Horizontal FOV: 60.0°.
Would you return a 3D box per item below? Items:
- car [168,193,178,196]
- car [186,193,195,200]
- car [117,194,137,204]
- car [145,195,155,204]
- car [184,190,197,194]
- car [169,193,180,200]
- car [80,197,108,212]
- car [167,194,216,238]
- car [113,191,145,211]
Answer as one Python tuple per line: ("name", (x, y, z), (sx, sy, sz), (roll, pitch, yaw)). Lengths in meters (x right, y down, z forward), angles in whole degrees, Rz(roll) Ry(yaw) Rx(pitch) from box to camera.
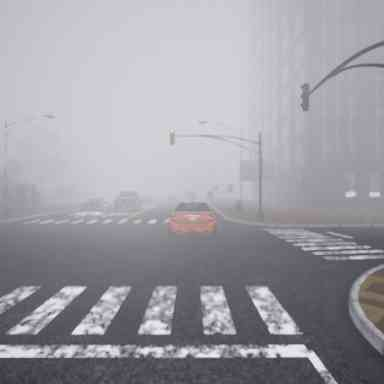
("car", (-3.529, 1.044, 60.135), (1.812, 1.442, 4.674), (0, 0, 0))
("car", (-0.327, 0.941, 70.184), (1.895, 1.301, 4.718), (0, 0, 0))
("car", (-10.062, 1.110, 51.971), (2.033, 1.411, 5.357), (0, 0, 0))
("car", (-6.815, 1.173, 50.383), (1.895, 1.301, 4.718), (0, 0, 0))
("car", (-0.278, 0.742, 59.762), (2.150, 2.045, 5.566), (0, 0, 0))
("car", (-3.577, 0.886, 70.138), (2.033, 1.411, 5.357), (0, 0, 0))
("car", (-10.001, 1.248, 34.238), (1.994, 1.385, 4.181), (0, 0, 0))
("car", (0.021, 1.189, 16.788), (2.097, 1.767, 4.553), (0, 1, 0))
("car", (-6.758, 0.898, 35.371), (2.150, 2.045, 5.566), (0, 0, 0))
